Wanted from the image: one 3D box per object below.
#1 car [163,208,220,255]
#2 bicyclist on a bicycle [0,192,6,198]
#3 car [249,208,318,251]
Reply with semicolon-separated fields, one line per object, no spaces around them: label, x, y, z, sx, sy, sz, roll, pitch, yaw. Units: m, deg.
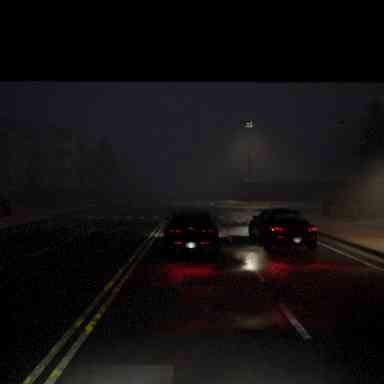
car;-0.018;1.355;12.581;1.837;1.490;4.892;0;0;0
bicyclist on a bicycle;-25.477;0.775;44.848;0.582;1.620;1.656;0;1;0
car;3.486;1.368;13.266;1.812;1.442;4.674;0;1;0
